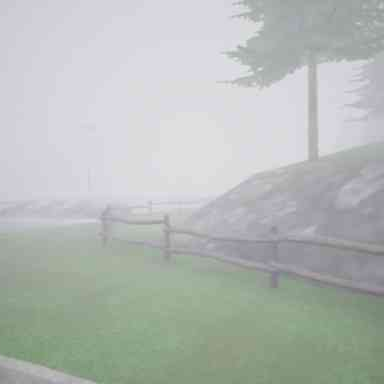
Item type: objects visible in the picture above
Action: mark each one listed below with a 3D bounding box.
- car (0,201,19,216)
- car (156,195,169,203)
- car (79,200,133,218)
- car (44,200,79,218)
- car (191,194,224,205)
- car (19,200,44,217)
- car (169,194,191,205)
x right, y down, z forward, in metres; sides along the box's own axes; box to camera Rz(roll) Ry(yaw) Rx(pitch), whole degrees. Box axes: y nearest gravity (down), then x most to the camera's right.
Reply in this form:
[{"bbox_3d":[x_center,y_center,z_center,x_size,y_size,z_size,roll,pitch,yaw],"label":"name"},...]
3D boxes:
[{"bbox_3d":[-16.391,1.522,32.361,2.033,1.411,5.357,0,0,30],"label":"car"},{"bbox_3d":[-3.821,1.187,53.564,1.812,1.442,4.674,0,0,31],"label":"car"},{"bbox_3d":[-6.889,1.449,27.803,1.994,1.385,4.181,0,0,30],"label":"car"},{"bbox_3d":[-10.110,1.442,29.223,1.812,1.442,4.674,-1,0,30],"label":"car"},{"bbox_3d":[2.440,1.096,50.394,2.128,1.511,4.902,0,0,31],"label":"car"},{"bbox_3d":[-13.141,1.468,30.974,1.812,1.442,4.674,-1,0,30],"label":"car"},{"bbox_3d":[-0.996,1.117,51.474,1.882,1.535,5.008,0,0,31],"label":"car"}]
